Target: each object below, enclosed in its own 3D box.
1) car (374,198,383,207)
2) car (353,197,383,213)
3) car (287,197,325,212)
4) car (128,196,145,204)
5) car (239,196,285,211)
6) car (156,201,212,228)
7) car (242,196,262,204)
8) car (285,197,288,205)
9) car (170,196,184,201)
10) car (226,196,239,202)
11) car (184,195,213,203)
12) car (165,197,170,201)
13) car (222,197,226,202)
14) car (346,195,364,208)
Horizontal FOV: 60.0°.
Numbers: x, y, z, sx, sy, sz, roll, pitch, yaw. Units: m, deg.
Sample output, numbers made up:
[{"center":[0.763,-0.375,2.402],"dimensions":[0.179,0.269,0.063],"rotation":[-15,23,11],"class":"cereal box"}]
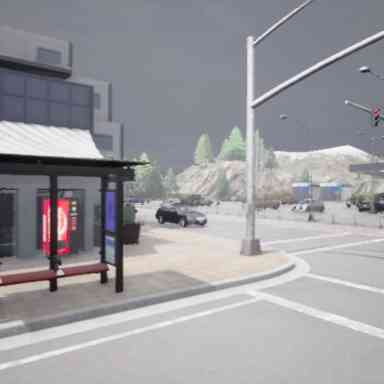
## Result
[{"center":[31.553,1.711,53.959],"dimensions":[3.806,1.475,1.970],"rotation":[0,0,-36],"class":"car"},{"center":[20.599,1.597,37.509],"dimensions":[4.514,1.523,2.007],"rotation":[0,0,-36],"class":"car"},{"center":[12.737,1.511,36.376],"dimensions":[3.806,1.475,1.970],"rotation":[0,0,-36],"class":"car"},{"center":[-11.478,1.652,69.096],"dimensions":[3.633,1.501,1.845],"rotation":[0,0,-36],"class":"car"},{"center":[8.733,1.432,41.401],"dimensions":[5.027,1.636,2.152],"rotation":[0,0,-36],"class":"car"},{"center":[-0.818,1.702,24.236],"dimensions":[2.128,1.511,4.902],"rotation":[0,0,-36],"class":"car"},{"center":[12.211,1.648,67.664],"dimensions":[3.633,1.501,1.845],"rotation":[0,0,-36],"class":"car"},{"center":[18.003,1.626,59.521],"dimensions":[4.514,1.523,2.007],"rotation":[0,0,-36],"class":"car"},{"center":[-0.755,1.375,53.917],"dimensions":[4.605,1.855,1.932],"rotation":[0,0,-36],"class":"car"},{"center":[11.541,1.680,81.763],"dimensions":[5.027,1.636,2.152],"rotation":[0,0,-36],"class":"car"},{"center":[1.274,1.355,51.797],"dimensions":[3.866,1.878,1.905],"rotation":[0,0,-36],"class":"car"},{"center":[-3.711,1.683,71.001],"dimensions":[3.806,1.475,1.970],"rotation":[0,0,-36],"class":"car"},{"center":[9.669,1.689,84.281],"dimensions":[4.514,1.523,2.007],"rotation":[0,0,-36],"class":"car"},{"center":[24.687,1.424,48.985],"dimensions":[4.605,1.855,1.932],"rotation":[0,0,-36],"class":"car"}]
